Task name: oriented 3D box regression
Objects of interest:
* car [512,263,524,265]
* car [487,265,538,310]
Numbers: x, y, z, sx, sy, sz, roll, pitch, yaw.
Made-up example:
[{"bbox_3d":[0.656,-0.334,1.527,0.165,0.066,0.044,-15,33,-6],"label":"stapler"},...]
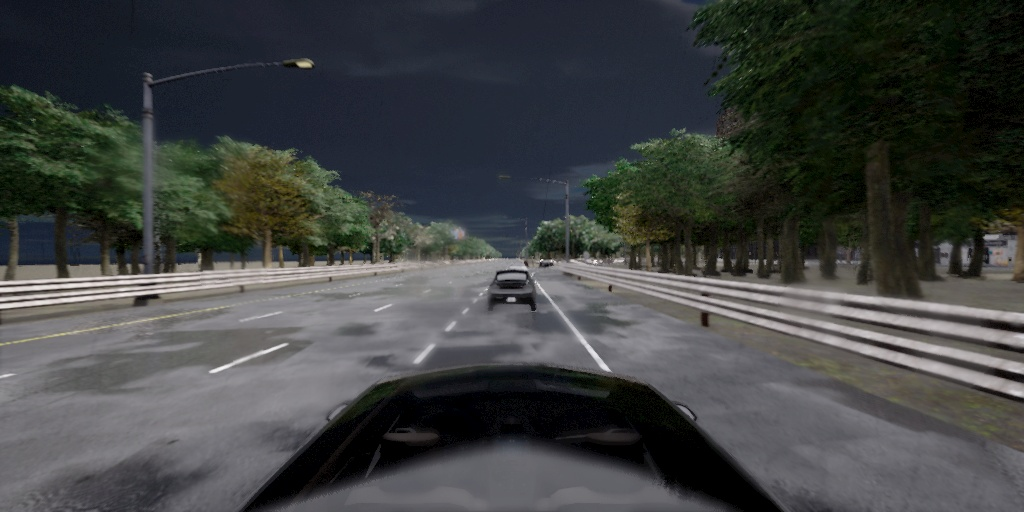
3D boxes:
[{"bbox_3d":[0.791,1.540,44.127,1.895,1.301,4.718,-1,0,6],"label":"car"},{"bbox_3d":[0.015,1.317,15.142,1.837,1.490,4.892,-1,0,1],"label":"car"}]
